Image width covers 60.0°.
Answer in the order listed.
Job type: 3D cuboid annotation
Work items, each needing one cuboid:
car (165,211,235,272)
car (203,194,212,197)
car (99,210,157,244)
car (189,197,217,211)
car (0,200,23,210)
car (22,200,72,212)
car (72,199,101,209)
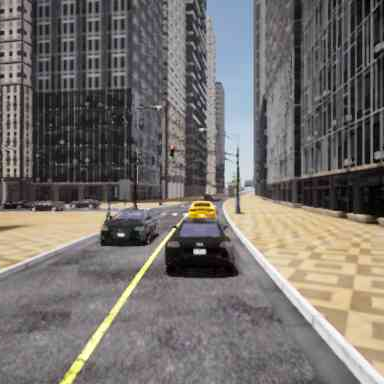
[{"bbox_3d":[0.260,1.531,10.768,1.994,1.385,4.181,0,0,2],"label":"car"},{"bbox_3d":[3.856,1.118,81.174,1.882,1.535,5.008,0,0,9],"label":"car"},{"bbox_3d":[-2.786,1.514,15.327,1.994,1.385,4.181,0,0,2],"label":"car"},{"bbox_3d":[0.777,1.397,24.357,1.882,1.535,5.008,0,0,3],"label":"car"},{"bbox_3d":[-26.084,1.879,49.189,4.313,1.339,1.947,-1,1,12],"label":"car"},{"bbox_3d":[-16.790,1.670,38.681,4.403,1.369,2.008,-1,1,12],"label":"car"},{"bbox_3d":[-15.073,1.681,46.884,4.403,1.369,2.008,-1,1,12],"label":"car"}]
